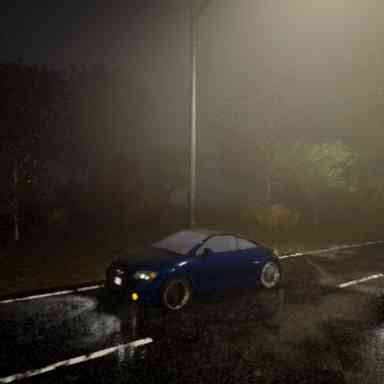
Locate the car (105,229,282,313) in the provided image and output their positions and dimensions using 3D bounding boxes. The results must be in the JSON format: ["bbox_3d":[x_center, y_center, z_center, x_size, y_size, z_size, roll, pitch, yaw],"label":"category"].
[{"bbox_3d":[0.159,1.596,7.768,4.181,1.385,1.994,1,0,-35],"label":"car"}]
